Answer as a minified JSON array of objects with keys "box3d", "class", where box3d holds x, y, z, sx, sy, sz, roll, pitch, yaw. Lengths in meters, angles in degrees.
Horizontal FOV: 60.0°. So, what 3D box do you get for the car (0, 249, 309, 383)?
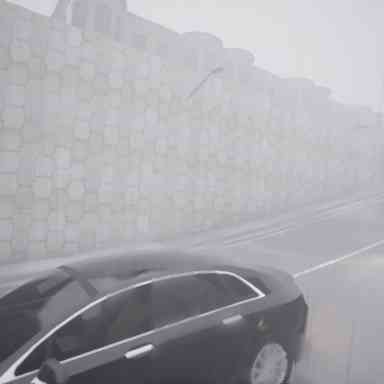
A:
[{"box3d":[-0.857,1.468,3.383,4.892,1.490,1.837,-1,1,-34],"class":"car"}]
